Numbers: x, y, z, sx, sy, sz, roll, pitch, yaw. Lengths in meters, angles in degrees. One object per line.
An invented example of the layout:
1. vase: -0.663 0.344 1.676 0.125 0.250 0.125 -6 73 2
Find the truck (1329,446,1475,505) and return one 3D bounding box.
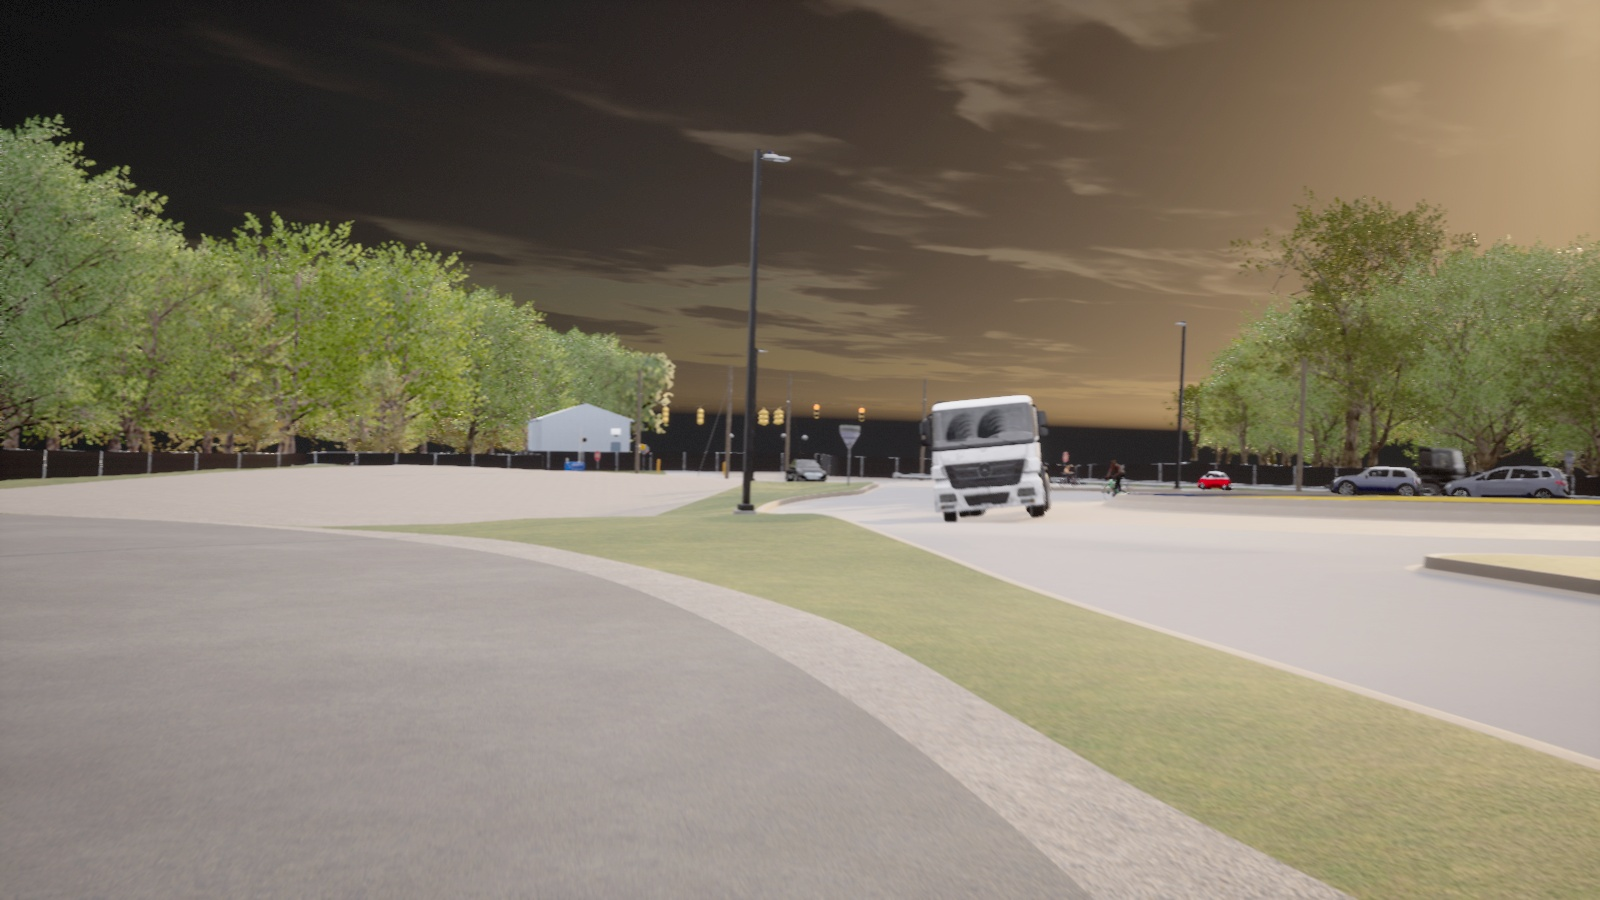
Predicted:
1. truck: 38.505 1.559 80.506 7.936 3.462 2.891 1 1 38

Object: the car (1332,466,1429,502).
1. car: 27.136 1.562 58.759 3.806 1.475 1.970 2 2 34

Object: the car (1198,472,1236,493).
1. car: 30.303 2.348 91.183 2.207 1.376 1.481 2 1 37

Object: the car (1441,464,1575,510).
1. car: 28.938 1.514 51.338 4.611 1.667 2.242 0 -5 34

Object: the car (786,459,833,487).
1. car: 0.566 1.425 79.337 2.033 1.649 4.856 1 -1 -11

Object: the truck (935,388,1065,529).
1. truck: 6.012 0.251 36.636 2.891 3.462 7.936 -5 -1 13
